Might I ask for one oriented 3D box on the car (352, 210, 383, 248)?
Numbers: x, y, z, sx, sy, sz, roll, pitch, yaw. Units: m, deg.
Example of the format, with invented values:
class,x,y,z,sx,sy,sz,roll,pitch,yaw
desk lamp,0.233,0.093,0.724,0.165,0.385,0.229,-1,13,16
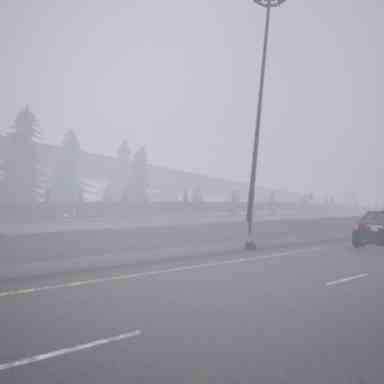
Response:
class,x,y,z,sx,sy,sz,roll,pitch,yaw
car,9.089,1.572,14.629,4.553,1.767,2.097,1,-1,-35
